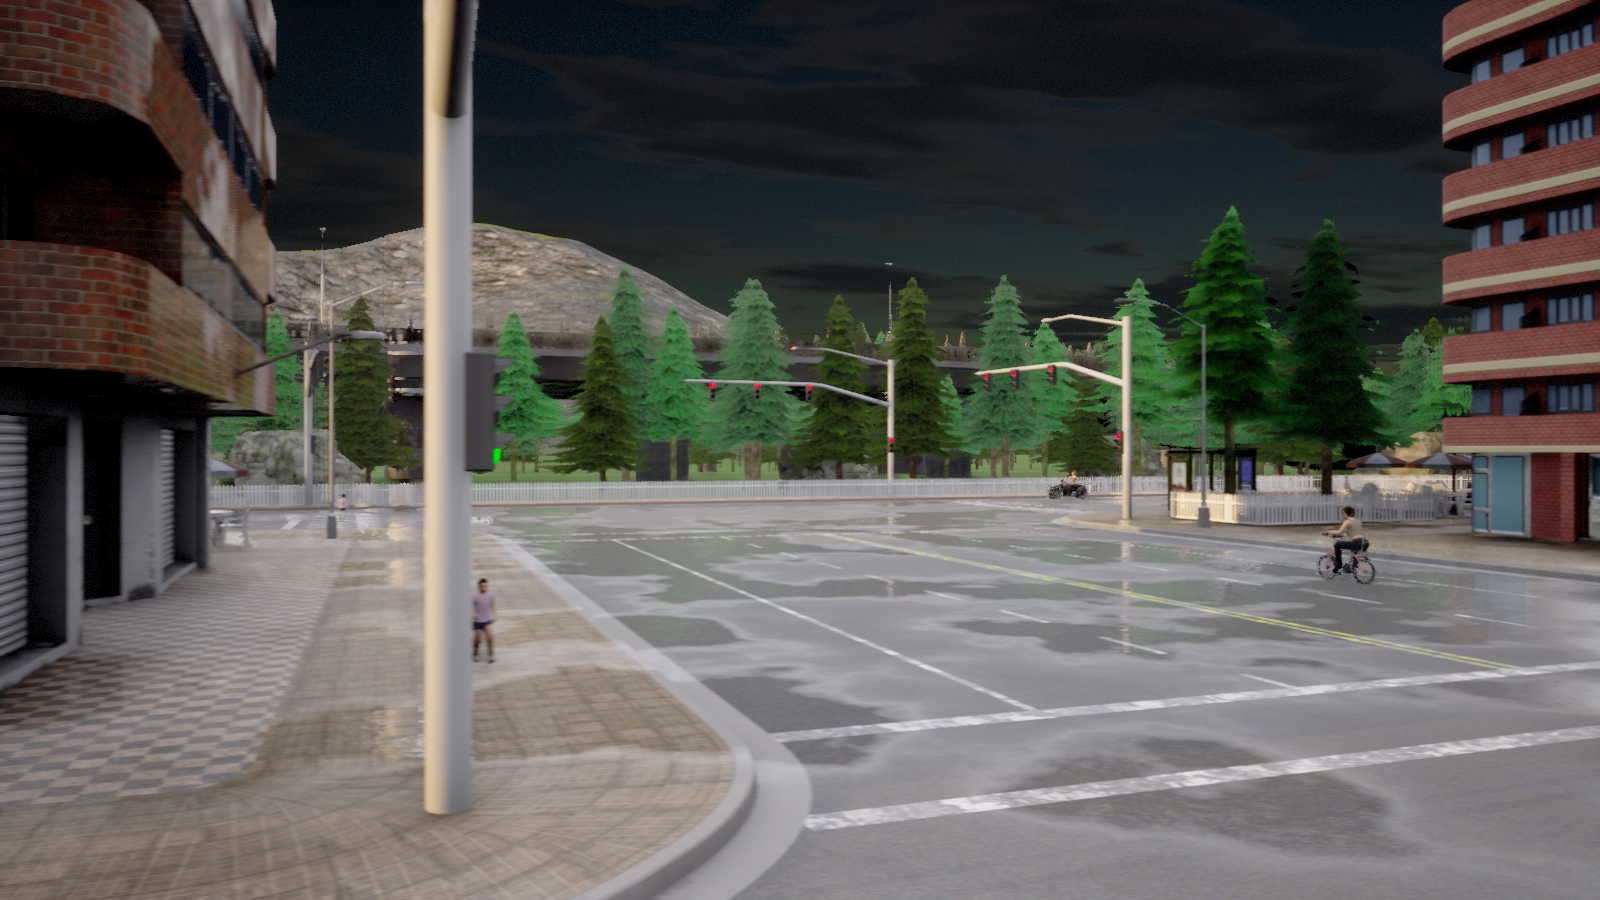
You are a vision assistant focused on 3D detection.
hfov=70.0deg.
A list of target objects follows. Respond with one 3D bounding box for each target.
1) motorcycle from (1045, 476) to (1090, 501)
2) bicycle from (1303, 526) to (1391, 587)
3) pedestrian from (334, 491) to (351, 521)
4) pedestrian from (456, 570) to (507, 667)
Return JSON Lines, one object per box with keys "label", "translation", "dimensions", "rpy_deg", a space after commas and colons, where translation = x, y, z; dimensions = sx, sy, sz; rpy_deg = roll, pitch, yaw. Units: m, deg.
{"label": "motorcycle", "translation": [14.649, 2.093, 62.458], "dimensions": [2.356, 1.307, 0.764], "rpy_deg": [0, 0, -19]}
{"label": "bicycle", "translation": [11.503, 2.229, 24.082], "dimensions": [0.859, 1.126, 1.487], "rpy_deg": [0, 0, -21]}
{"label": "pedestrian", "translation": [-17.784, 2.173, 44.417], "dimensions": [0.500, 1.100, 0.500], "rpy_deg": [0, 0, -12]}
{"label": "pedestrian", "translation": [-3.951, 2.076, 14.181], "dimensions": [0.500, 1.100, 0.500], "rpy_deg": [0, 0, -30]}
